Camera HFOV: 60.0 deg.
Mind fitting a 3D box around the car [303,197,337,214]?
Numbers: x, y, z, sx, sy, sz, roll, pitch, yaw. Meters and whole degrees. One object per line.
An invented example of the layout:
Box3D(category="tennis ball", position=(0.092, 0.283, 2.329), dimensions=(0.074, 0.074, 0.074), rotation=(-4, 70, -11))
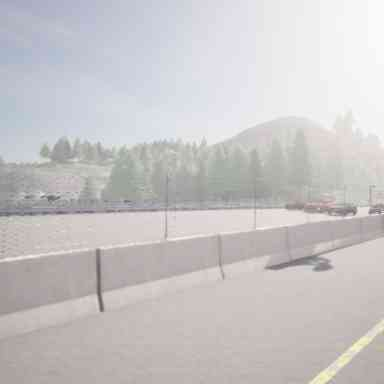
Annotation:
Box3D(category="car", position=(15.401, 1.600, 40.009), dimensions=(4.553, 1.767, 2.097), rotation=(2, 0, -45))

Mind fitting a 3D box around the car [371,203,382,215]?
Box3D(category="car", position=(20.071, 1.921, 34.793), dimensions=(4.892, 1.490, 1.837), rotation=(2, 0, -45))

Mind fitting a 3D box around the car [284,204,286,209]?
Box3D(category="car", position=(14.028, 1.800, 43.578), dimensions=(4.718, 1.301, 1.895), rotation=(2, 0, -44))
